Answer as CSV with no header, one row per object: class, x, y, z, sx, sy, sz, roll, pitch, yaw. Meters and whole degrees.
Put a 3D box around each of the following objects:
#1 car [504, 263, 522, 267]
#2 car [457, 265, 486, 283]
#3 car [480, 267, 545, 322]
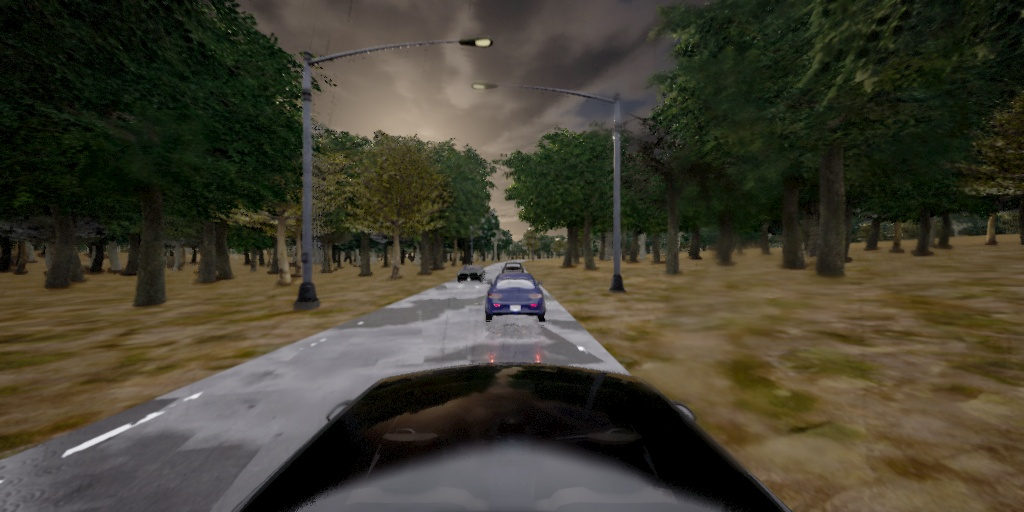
car,0.093,1.287,30.336,1.837,1.490,4.892,0,0,0
car,-3.103,1.379,27.916,1.895,1.301,4.718,0,0,0
car,0.100,1.284,12.292,1.812,1.442,4.674,0,0,0
